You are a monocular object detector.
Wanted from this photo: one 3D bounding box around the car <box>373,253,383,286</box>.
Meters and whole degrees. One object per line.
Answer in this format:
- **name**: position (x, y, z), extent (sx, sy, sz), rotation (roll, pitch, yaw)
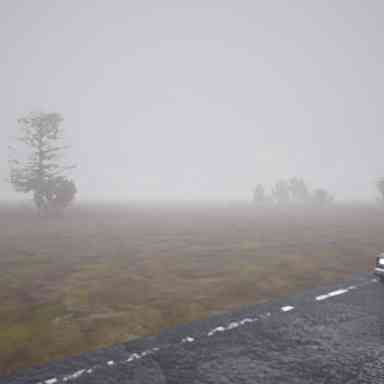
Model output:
- **car**: position (6.288, 1.589, 7.865), extent (4.718, 1.301, 1.895), rotation (0, 0, -35)
